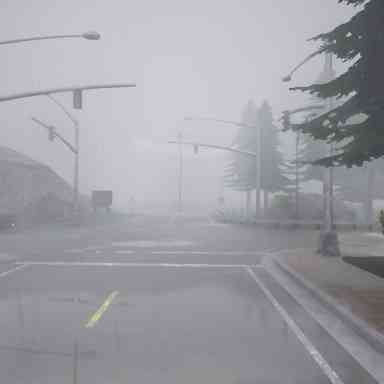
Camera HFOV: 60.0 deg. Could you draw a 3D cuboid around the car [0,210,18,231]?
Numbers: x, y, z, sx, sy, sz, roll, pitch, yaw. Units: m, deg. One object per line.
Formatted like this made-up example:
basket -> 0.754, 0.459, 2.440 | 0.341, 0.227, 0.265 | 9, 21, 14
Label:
car -> -13.887, 1.828, 21.366 | 4.892, 1.490, 1.837 | 0, -1, 0
